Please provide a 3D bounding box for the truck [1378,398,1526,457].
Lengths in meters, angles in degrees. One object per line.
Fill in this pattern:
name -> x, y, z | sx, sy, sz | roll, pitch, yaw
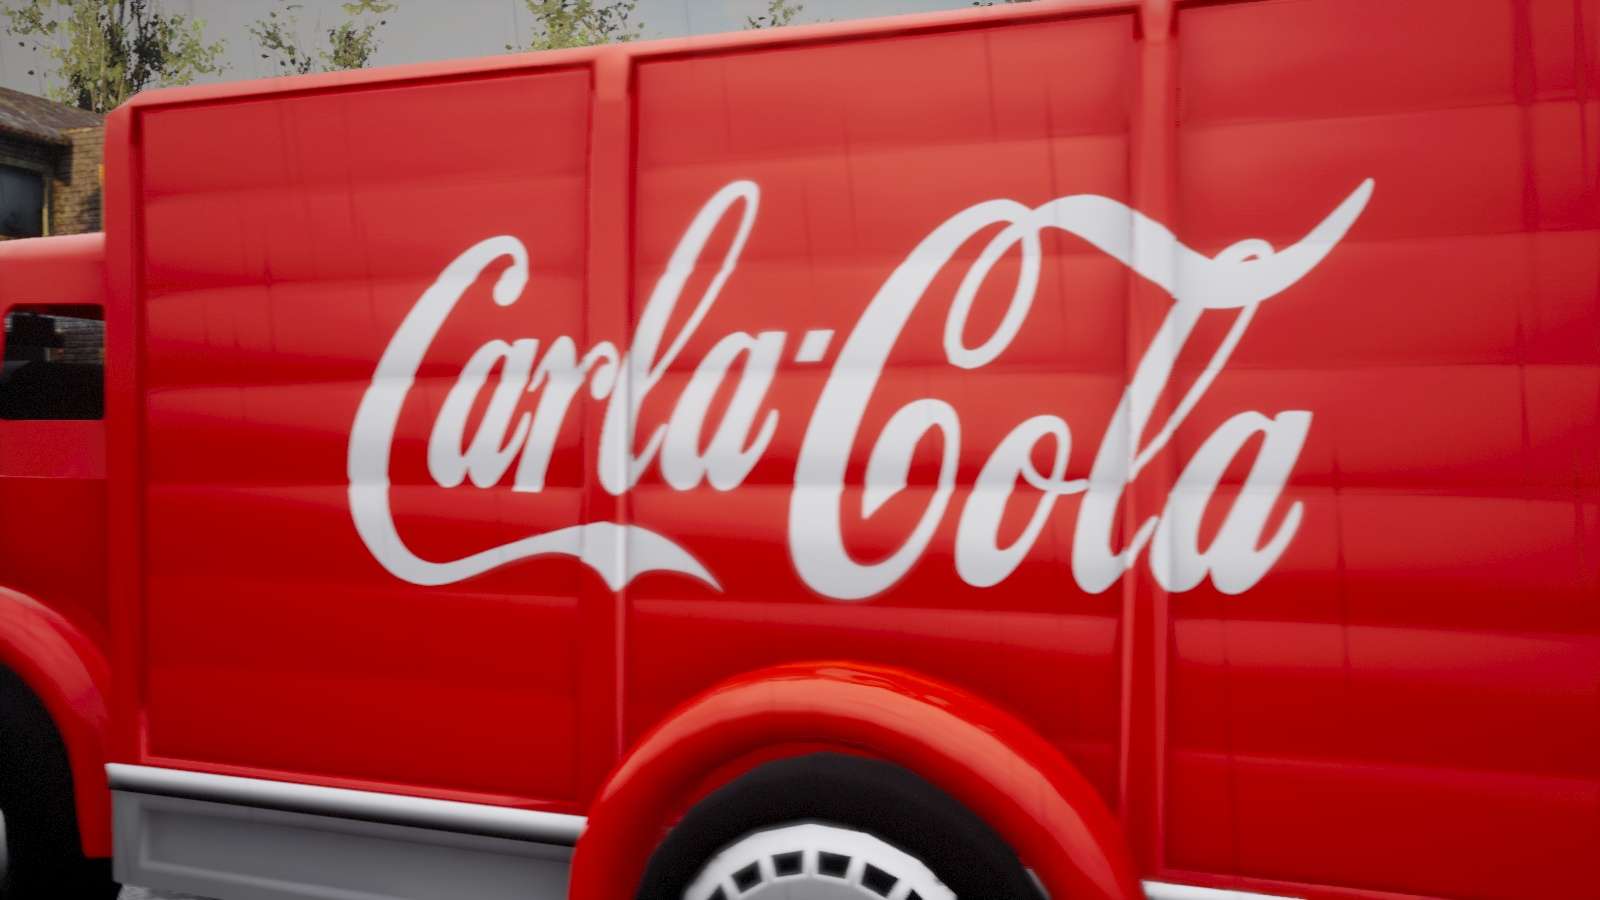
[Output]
truck -> 43.639, -1.525, 84.375 | 8.468, 3.827, 2.891 | 1, 1, 20

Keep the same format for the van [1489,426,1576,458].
van -> 46.237, -0.518, 79.360 | 4.442, 1.987, 1.775 | 1, 1, 19

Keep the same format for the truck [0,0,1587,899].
truck -> -0.854, 0.273, 4.001 | 5.204, 2.467, 2.627 | 1, 1, 19
